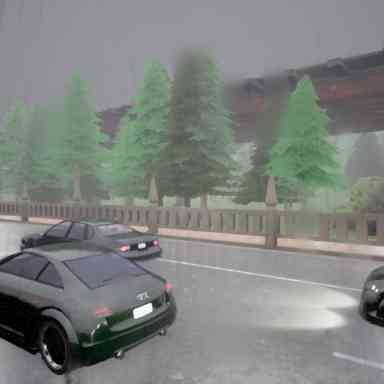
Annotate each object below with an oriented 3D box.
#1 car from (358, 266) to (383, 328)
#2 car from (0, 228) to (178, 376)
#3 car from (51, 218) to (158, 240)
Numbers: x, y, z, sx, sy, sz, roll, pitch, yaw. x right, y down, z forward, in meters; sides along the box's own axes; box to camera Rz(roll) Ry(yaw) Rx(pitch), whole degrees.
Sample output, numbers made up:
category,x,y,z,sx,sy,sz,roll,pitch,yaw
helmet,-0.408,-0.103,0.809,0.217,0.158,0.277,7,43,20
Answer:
category,x,y,z,sx,sy,sz,roll,pitch,yaw
car,4.793,1.564,4.868,4.181,1.385,1.994,0,0,36
car,-2.292,1.564,5.639,4.181,1.385,1.994,0,0,35
car,-3.431,1.548,10.763,5.357,1.411,2.033,0,0,36
